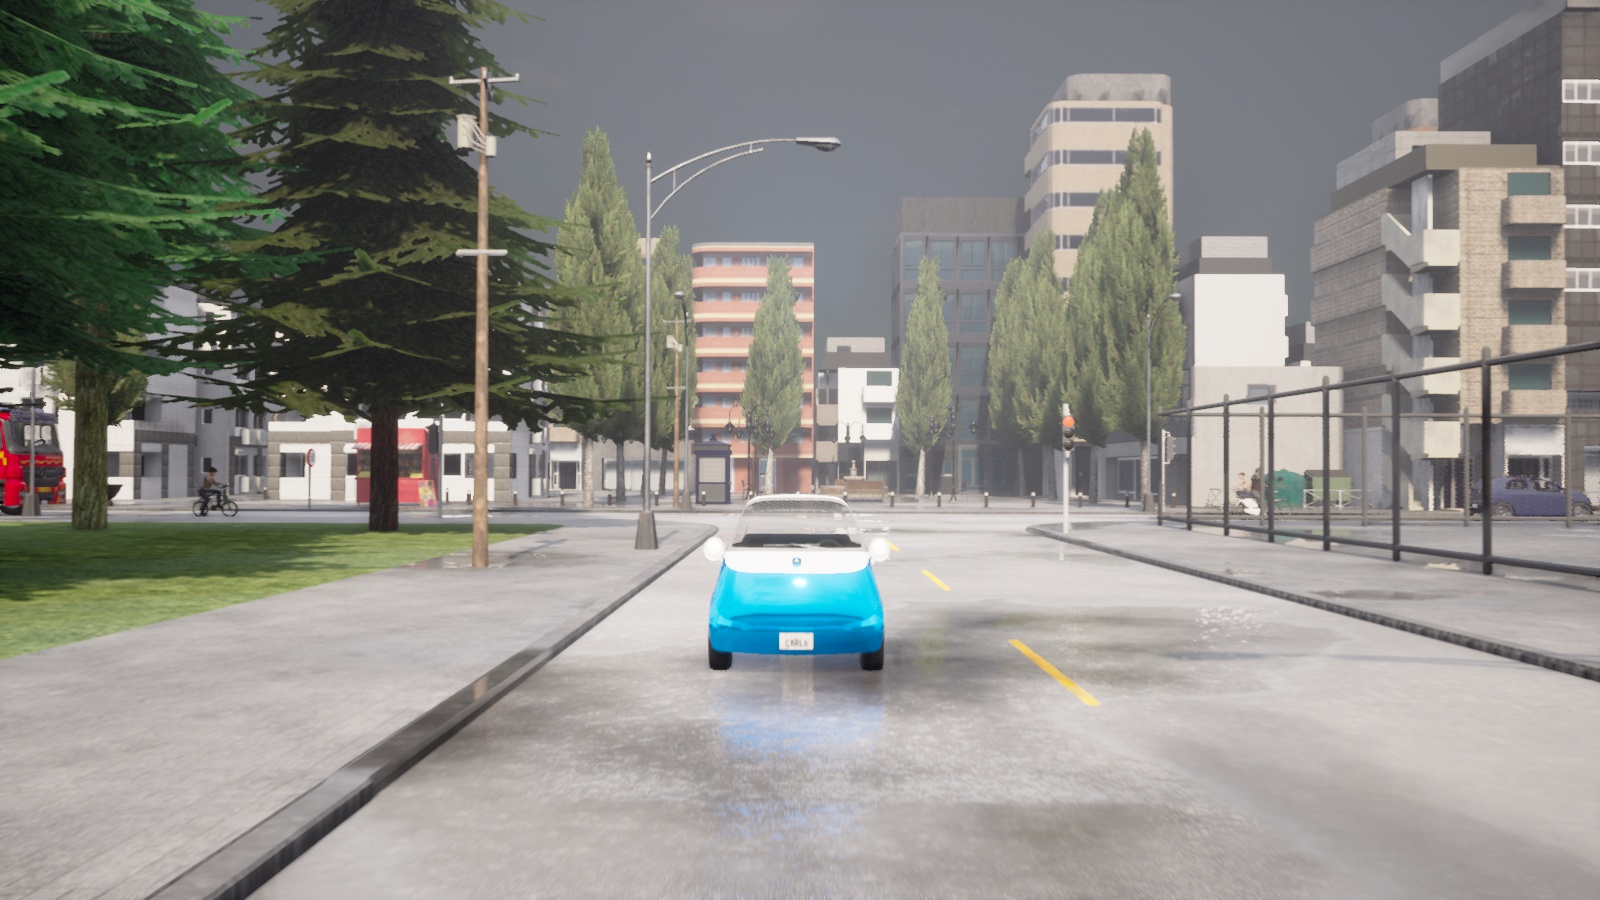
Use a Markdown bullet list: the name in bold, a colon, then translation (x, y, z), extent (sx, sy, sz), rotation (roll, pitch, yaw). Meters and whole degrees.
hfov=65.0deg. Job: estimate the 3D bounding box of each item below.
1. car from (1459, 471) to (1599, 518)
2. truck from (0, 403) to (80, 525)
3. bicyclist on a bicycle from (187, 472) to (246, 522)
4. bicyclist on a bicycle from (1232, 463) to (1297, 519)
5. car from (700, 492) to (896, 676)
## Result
- **car**: translation (23.790, 1.437, 40.958), extent (3.633, 1.501, 1.845), rotation (0, -1, 0)
- **truck**: translation (-28.479, 0.466, 40.837), extent (8.468, 3.827, 2.891), rotation (0, -1, 0)
- **bicyclist on a bicycle**: translation (-18.974, 1.529, 40.857), extent (1.509, 1.612, 0.866), rotation (0, -1, 0)
- **bicyclist on a bicycle**: translation (15.110, 1.327, 40.874), extent (1.843, 1.776, 0.659), rotation (0, -1, -2)
- **car**: translation (-0.020, 1.052, 10.622), extent (1.481, 1.376, 2.207), rotation (0, -2, 0)
